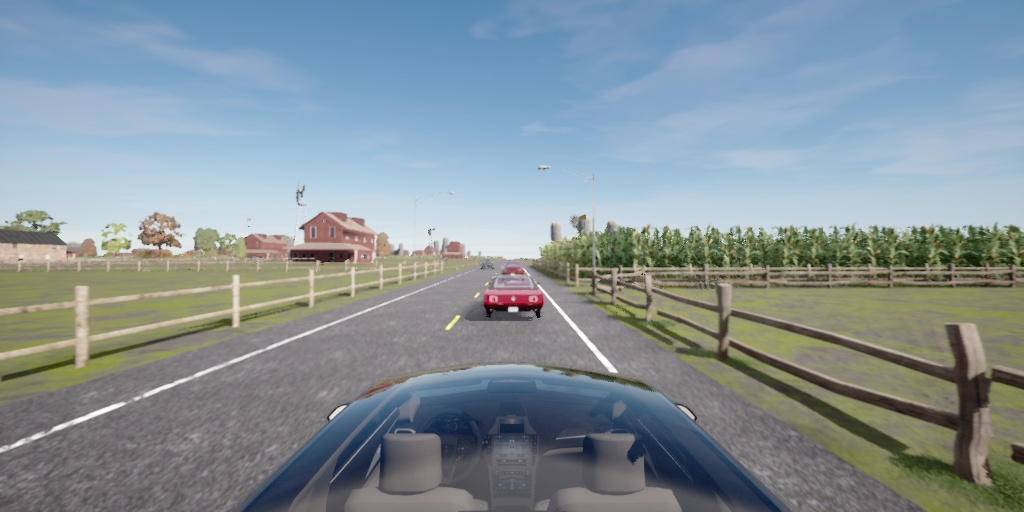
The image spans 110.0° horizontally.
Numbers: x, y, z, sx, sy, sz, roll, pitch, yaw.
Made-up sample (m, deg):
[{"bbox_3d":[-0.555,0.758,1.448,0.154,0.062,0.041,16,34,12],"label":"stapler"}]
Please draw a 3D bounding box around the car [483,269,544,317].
[{"bbox_3d":[0.062,1.328,13.083,1.895,1.301,4.718,0,0,0],"label":"car"}]

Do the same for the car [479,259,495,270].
[{"bbox_3d":[-3.576,1.184,52.008,1.837,1.490,4.892,0,0,0],"label":"car"}]

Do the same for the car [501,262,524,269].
[{"bbox_3d":[0.072,1.225,30.567,1.812,1.442,4.674,0,0,0],"label":"car"}]
